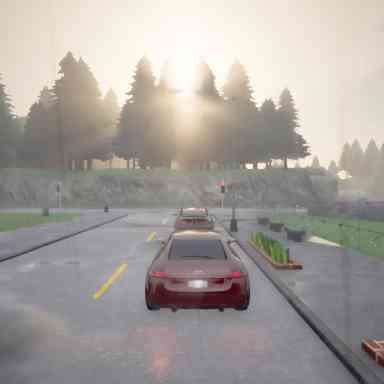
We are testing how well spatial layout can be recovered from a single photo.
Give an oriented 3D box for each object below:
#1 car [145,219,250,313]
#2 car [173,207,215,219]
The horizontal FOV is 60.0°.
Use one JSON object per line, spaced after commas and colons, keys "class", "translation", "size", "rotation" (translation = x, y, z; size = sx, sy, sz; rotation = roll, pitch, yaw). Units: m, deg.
{"class": "car", "translation": [0.103, 1.564, 7.774], "size": [1.994, 1.385, 4.181], "rotation": [0, 0, 0]}
{"class": "car", "translation": [0.105, 1.505, 16.686], "size": [1.837, 1.490, 4.892], "rotation": [0, 0, 0]}
